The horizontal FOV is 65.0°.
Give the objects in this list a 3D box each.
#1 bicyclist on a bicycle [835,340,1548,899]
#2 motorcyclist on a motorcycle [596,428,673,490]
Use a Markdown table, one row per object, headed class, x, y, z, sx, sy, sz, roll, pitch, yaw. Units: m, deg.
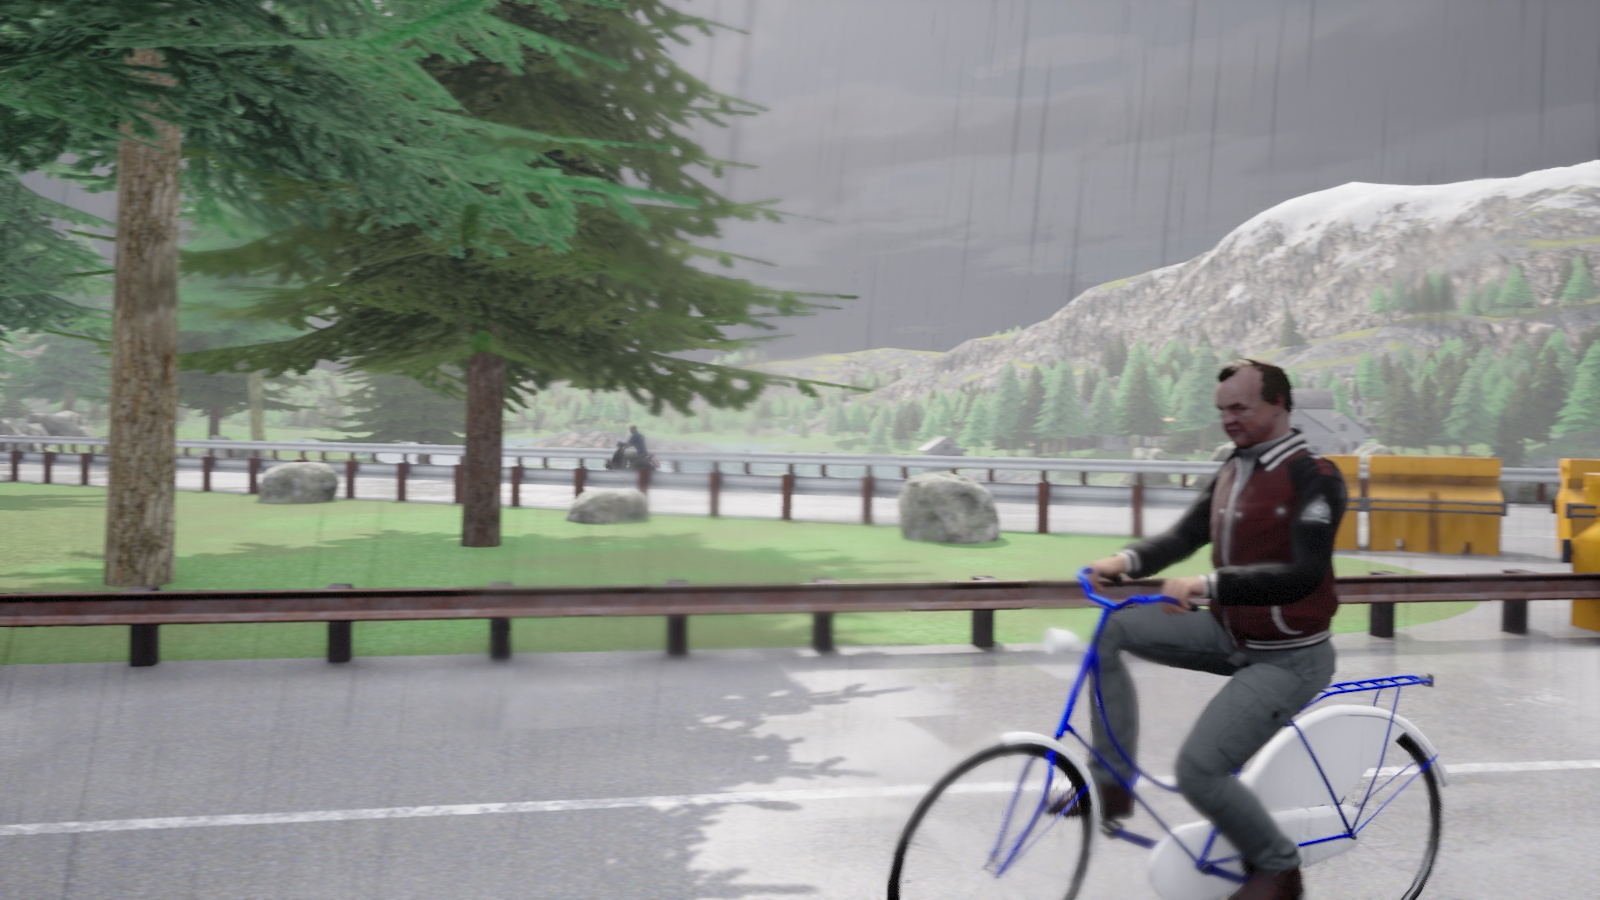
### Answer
| class | x | y | z | sx | sy | sz | roll | pitch | yaw |
| --- | --- | --- | --- | --- | --- | --- | --- | --- | --- |
| bicyclist on a bicycle | 1.086 | 0.595 | 3.590 | 1.843 | 1.776 | 0.659 | -1 | 4 | -16 |
| motorcyclist on a motorcycle | -4.330 | 0.228 | 32.930 | 1.817 | 1.590 | 0.866 | 0 | 1 | 27 |
